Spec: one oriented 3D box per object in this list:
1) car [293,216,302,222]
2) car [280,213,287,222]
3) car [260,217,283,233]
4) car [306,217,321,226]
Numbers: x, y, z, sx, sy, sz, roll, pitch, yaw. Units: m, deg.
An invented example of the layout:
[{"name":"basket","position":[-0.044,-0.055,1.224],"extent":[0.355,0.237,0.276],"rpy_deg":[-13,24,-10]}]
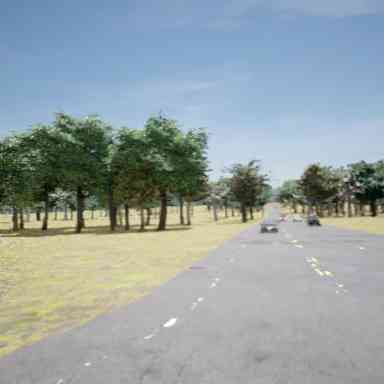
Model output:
[{"name":"car","position":[26.692,6.768,84.285],"extent":[1.812,1.442,4.674],"rpy_deg":[-2,-4,13]},{"name":"car","position":[22.991,6.655,84.155],"extent":[2.097,1.767,4.553],"rpy_deg":[-2,-4,17]},{"name":"car","position":[8.800,3.854,37.667],"extent":[2.128,1.511,4.902],"rpy_deg":[-2,-4,13]},{"name":"car","position":[19.888,4.873,54.681],"extent":[1.837,1.490,4.892],"rpy_deg":[-2,-4,13]}]
